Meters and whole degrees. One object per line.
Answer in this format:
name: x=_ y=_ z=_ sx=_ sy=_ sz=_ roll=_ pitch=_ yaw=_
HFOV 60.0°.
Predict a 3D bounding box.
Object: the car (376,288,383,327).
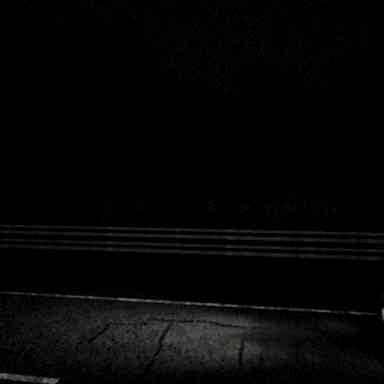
car: x=5.493 y=1.706 z=4.899 sx=4.902 sy=1.511 sz=2.128 roll=0 pitch=-2 yaw=9
